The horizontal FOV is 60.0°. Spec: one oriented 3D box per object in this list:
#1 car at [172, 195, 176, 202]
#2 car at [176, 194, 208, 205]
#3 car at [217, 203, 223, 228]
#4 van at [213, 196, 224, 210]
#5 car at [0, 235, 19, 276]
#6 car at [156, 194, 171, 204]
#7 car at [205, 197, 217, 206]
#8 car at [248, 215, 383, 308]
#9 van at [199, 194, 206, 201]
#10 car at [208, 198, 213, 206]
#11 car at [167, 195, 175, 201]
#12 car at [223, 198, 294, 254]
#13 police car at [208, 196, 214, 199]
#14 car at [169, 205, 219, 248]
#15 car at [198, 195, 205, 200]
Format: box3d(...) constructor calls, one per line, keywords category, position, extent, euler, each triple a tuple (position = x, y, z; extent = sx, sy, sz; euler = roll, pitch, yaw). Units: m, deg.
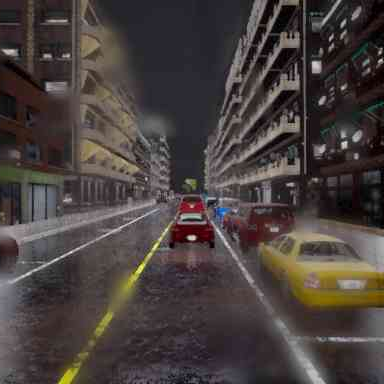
box3d(category="car", position=(-3.000, 1.506, 75.967), extent=(2.128, 1.511, 4.902), euler=(0, 0, 0))
box3d(category="car", position=(0.000, 1.266, 29.684), extent=(2.150, 2.045, 5.566), euler=(0, 0, 0))
box3d(category="car", position=(2.701, 1.549, 18.896), extent=(1.887, 1.381, 4.507), euler=(1, 0, 0))
box3d(category="van", position=(2.704, 1.347, 24.466), extent=(1.690, 1.788, 3.998), euler=(1, 0, 0))
box3d(category="car", position=(-5.680, 1.582, 7.793), extent=(1.802, 1.307, 4.206), euler=(1, 0, 0))
box3d(category="car", position=(-5.676, 1.333, 63.505), extent=(2.192, 1.841, 5.009), euler=(1, 0, 0))
box3d(category="car", position=(3.148, 1.541, 55.494), extent=(1.812, 1.442, 4.674), euler=(0, 0, 0))
box3d(category="car", position=(2.701, 1.526, 7.923), extent=(1.752, 1.417, 4.829), euler=(1, 0, 0))
box3d(category="van", position=(2.706, 1.368, 85.749), extent=(1.690, 1.788, 3.998), euler=(1, 0, 0))
box3d(category="car", position=(2.700, 1.558, 30.038), extent=(2.008, 1.369, 4.403), euler=(1, 0, 0))
box3d(category="car", position=(-5.679, 1.554, 91.190), extent=(1.752, 1.417, 4.829), euler=(1, 0, 0))
box3d(category="car", position=(2.704, 1.317, 13.325), extent=(2.192, 1.841, 5.009), euler=(1, 0, 0))
box3d(category="police car", position=(3.133, 1.438, 48.603), extent=(1.930, 1.638, 5.238), euler=(0, 0, 0))
box3d(category="car", position=(0.000, 1.537, 14.652), extent=(1.812, 1.442, 4.674), euler=(0, 0, 0))
box3d(category="car", position=(2.708, 1.554, 91.491), extent=(1.752, 1.417, 4.829), euler=(1, 0, 0))
